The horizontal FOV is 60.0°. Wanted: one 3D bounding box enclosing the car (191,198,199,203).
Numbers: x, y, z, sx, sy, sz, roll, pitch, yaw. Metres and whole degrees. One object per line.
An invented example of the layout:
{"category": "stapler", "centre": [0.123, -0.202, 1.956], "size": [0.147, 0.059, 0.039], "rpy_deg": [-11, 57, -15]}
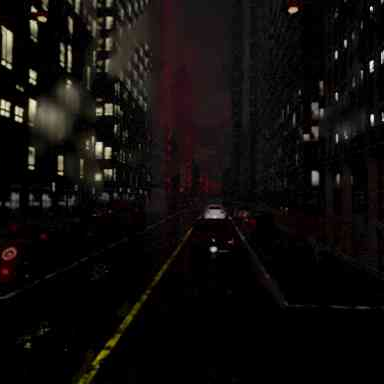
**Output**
{"category": "car", "centre": [0.929, 2.437, 93.246], "size": [2.008, 1.369, 4.403], "rpy_deg": [1, 0, 4]}

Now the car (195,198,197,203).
{"category": "car", "centre": [-0.668, 2.234, 71.004], "size": [1.947, 1.339, 4.313], "rpy_deg": [1, 0, 4]}

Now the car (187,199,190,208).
{"category": "car", "centre": [-1.865, 2.056, 54.322], "size": [2.008, 1.369, 4.403], "rpy_deg": [1, 0, 4]}

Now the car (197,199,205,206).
{"category": "car", "centre": [2.105, 2.226, 72.261], "size": [2.033, 1.411, 5.357], "rpy_deg": [0, -1, 4]}

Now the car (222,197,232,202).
{"category": "car", "centre": [7.697, 2.240, 70.485], "size": [1.887, 1.381, 4.507], "rpy_deg": [1, 0, 4]}

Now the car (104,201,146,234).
{"category": "car", "centre": [-4.255, 1.497, 20.960], "size": [2.192, 1.841, 5.009], "rpy_deg": [1, 0, 4]}

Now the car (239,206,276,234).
{"category": "car", "centre": [4.101, 1.791, 20.420], "size": [1.802, 1.307, 4.206], "rpy_deg": [1, 0, 4]}

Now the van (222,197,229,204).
{"category": "van", "centre": [9.300, 2.254, 92.737], "size": [1.690, 1.788, 3.998], "rpy_deg": [1, 0, 4]}

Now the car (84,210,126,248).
{"category": "car", "centre": [-4.661, 1.710, 15.398], "size": [1.802, 1.307, 4.206], "rpy_deg": [1, 0, 4]}

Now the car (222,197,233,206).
{"category": "car", "centre": [8.102, 2.065, 76.049], "size": [2.192, 1.841, 5.009], "rpy_deg": [1, 0, 4]}

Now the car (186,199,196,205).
{"category": "car", "centre": [-0.268, 2.268, 76.565], "size": [1.887, 1.381, 4.507], "rpy_deg": [1, 0, 4]}

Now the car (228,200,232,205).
{"category": "car", "centre": [5.300, 1.936, 37.109], "size": [1.947, 1.339, 4.313], "rpy_deg": [1, 0, 4]}

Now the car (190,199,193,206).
{"category": "car", "centre": [-1.466, 2.105, 59.883], "size": [1.887, 1.381, 4.507], "rpy_deg": [1, 0, 4]}

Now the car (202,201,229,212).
{"category": "car", "centre": [2.022, 1.809, 29.130], "size": [1.812, 1.442, 4.674], "rpy_deg": [0, 0, 4]}

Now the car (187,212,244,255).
{"category": "car", "centre": [0.926, 1.736, 13.899], "size": [1.895, 1.301, 4.718], "rpy_deg": [0, -1, 4]}

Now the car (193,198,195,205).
{"category": "car", "centre": [-1.066, 2.165, 65.443], "size": [2.008, 1.369, 4.403], "rpy_deg": [1, 0, 4]}

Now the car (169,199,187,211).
{"category": "car", "centre": [-2.264, 1.996, 48.761], "size": [1.887, 1.381, 4.507], "rpy_deg": [1, 0, 4]}

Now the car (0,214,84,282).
{"category": "car", "centre": [-5.056, 1.515, 9.838], "size": [1.967, 1.590, 4.097], "rpy_deg": [1, 0, 4]}

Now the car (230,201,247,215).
{"category": "car", "centre": [4.915, 1.844, 31.716], "size": [1.752, 1.417, 4.829], "rpy_deg": [1, 0, 4]}
